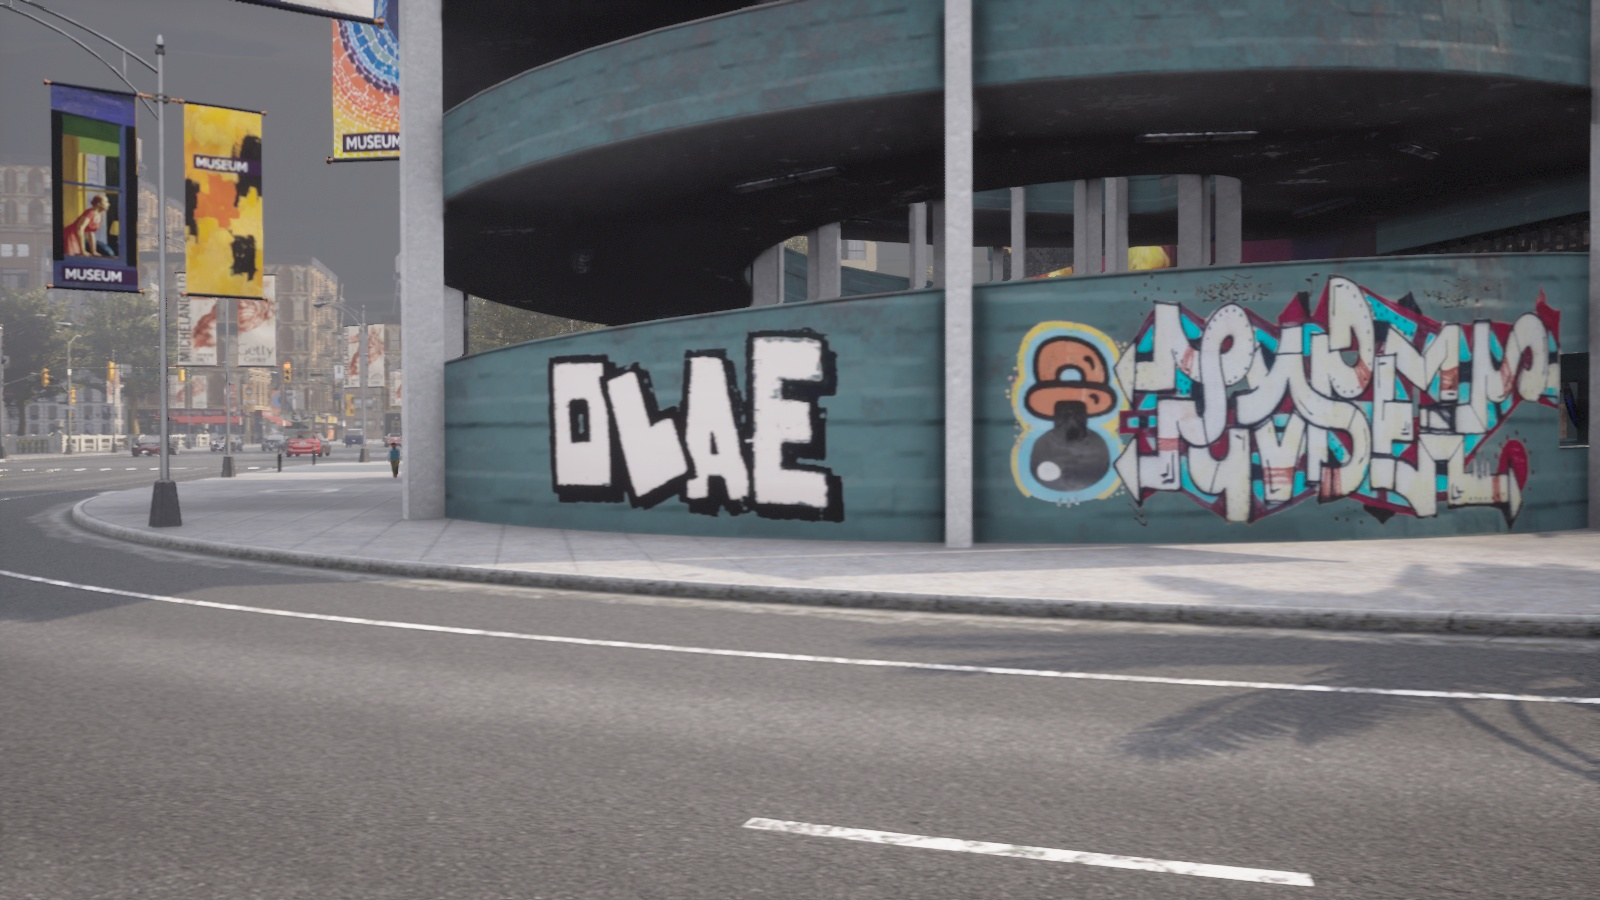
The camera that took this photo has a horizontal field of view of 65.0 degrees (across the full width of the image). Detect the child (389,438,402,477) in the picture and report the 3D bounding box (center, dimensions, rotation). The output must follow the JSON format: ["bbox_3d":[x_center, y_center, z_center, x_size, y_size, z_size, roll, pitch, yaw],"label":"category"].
[{"bbox_3d":[-12.498,0.224,38.819,0.343,1.192,0.448,0,1,-14],"label":"child"}]

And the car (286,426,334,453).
[{"bbox_3d":[-31.989,-0.705,82.132,2.242,1.667,4.611,0,1,-12],"label":"car"}]

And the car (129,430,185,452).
[{"bbox_3d":[-43.222,-0.630,84.500,2.163,1.488,4.792,0,1,-12],"label":"car"}]
